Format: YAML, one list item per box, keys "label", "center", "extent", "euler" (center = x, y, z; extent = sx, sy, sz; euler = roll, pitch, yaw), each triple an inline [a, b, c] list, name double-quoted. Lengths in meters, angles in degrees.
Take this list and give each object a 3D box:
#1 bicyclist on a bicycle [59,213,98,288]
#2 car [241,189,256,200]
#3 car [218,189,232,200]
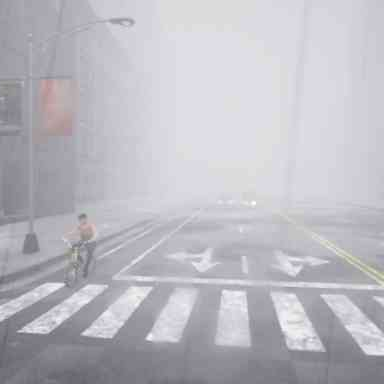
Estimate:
- label: "bicyclist on a bicycle"
  center: [-2.591, 1.309, 7.813]
  extent: [0.866, 1.612, 1.509]
  euler: [0, 1, 7]
- label: "car"
  center: [8.025, 0.346, 47.515]
  extent: [2.128, 1.511, 4.902]
  euler: [0, 2, 7]
- label: "car"
  center: [4.802, 0.368, 47.928]
  extent: [1.812, 1.442, 4.674]
  euler: [0, 2, 7]
